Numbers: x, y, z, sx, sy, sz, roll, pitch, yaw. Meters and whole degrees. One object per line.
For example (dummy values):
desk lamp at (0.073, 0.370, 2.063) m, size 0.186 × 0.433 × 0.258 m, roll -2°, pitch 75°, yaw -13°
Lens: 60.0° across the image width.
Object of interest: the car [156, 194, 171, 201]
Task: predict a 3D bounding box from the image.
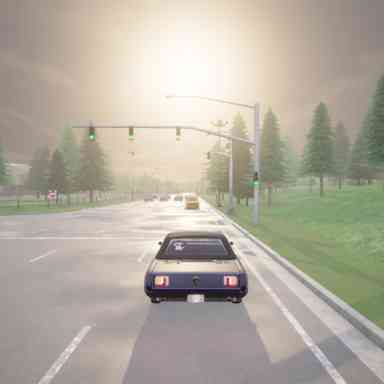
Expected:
car at (-6.862, 1.531, 80.416) m, size 2.033 × 1.411 × 5.357 m, roll 0°, pitch 0°, yaw 0°

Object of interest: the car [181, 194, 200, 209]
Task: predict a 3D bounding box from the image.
car at (-0.054, 1.086, 46.295) m, size 1.882 × 1.535 × 5.008 m, roll -3°, pitch 17°, yaw -3°

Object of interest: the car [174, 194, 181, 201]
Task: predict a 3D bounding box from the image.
car at (-3.361, 1.545, 80.827) m, size 1.994 × 1.385 × 4.181 m, roll 0°, pitch 0°, yaw 0°

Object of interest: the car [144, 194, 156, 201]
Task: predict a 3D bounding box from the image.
car at (-10.362, 1.531, 80.422) m, size 2.033 × 1.411 × 5.357 m, roll 0°, pitch 0°, yaw 0°

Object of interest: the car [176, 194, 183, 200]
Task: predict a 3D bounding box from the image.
car at (-3.344, 1.356, 90.830) m, size 1.812 × 1.442 × 4.674 m, roll 0°, pitch 0°, yaw 0°

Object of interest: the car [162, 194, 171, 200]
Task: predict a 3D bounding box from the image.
car at (-6.844, 1.372, 90.836) m, size 2.033 × 1.411 × 5.357 m, roll 0°, pitch 0°, yaw 0°

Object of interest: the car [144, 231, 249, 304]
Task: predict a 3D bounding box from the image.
car at (0.093, 1.601, 8.116) m, size 1.895 × 1.301 × 4.718 m, roll 0°, pitch 0°, yaw 0°

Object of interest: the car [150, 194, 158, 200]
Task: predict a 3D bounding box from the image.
car at (-10.344, 1.332, 90.842) m, size 1.837 × 1.490 × 4.892 m, roll 0°, pitch 0°, yaw 0°

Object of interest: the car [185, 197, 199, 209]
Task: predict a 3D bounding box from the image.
car at (0.022, 1.576, 49.784) m, size 2.033 × 1.411 × 5.357 m, roll -1°, pitch 1°, yaw 1°
